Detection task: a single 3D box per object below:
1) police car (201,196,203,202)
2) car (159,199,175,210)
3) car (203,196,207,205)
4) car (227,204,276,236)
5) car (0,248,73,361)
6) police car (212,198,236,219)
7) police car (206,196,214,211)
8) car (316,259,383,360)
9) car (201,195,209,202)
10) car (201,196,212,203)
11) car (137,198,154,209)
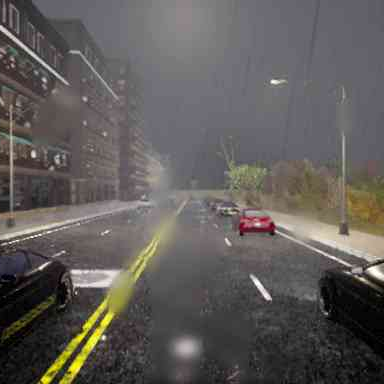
[{"bbox_3d":[3.244,1.546,63.384,1.930,1.638,5.238,0,0,0],"label":"police car"},{"bbox_3d":[-3.331,1.633,45.492,2.033,1.411,5.357,0,0,0],"label":"car"},{"bbox_3d":[3.245,1.603,52.304,2.163,1.488,4.792,0,0,0],"label":"car"},{"bbox_3d":[3.348,1.600,18.852,1.994,1.385,4.181,0,0,0],"label":"car"},{"bbox_3d":[-3.349,1.573,4.909,1.994,1.385,4.181,0,0,0],"label":"car"},{"bbox_3d":[3.248,1.563,30.273,2.038,1.542,4.974,0,0,0],"label":"police car"},{"bbox_3d":[3.247,1.584,41.274,2.038,1.542,4.974,0,0,0],"label":"police car"},{"bbox_3d":[3.357,1.573,4.648,1.994,1.385,4.181,0,0,-1],"label":"car"},{"bbox_3d":[3.241,1.639,85.275,1.882,1.535,5.008,0,0,0],"label":"car"},{"bbox_3d":[3.242,1.633,74.275,2.128,1.511,4.902,0,0,0],"label":"car"},{"bbox_3d":[-6.576,1.615,47.346,1.812,1.442,4.674,0,0,0],"label":"car"}]
